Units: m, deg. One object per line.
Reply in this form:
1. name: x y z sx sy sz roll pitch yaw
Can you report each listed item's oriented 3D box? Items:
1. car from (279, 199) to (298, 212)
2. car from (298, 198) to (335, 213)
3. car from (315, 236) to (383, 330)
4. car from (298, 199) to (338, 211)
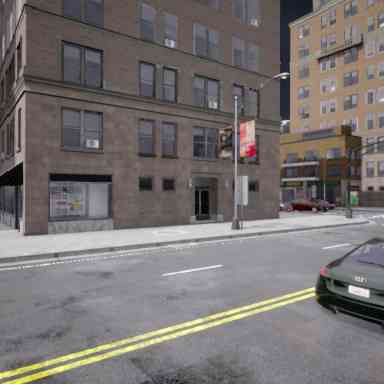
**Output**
1. car: 9.238 1.420 37.291 1.967 1.590 4.097 0 0 -35
2. car: 12.698 1.468 36.773 1.882 1.535 5.008 0 0 -35
3. car: 4.311 1.564 6.493 4.181 1.385 1.994 0 0 -35
4. car: 15.806 1.576 41.900 1.947 1.339 4.313 0 0 -35
